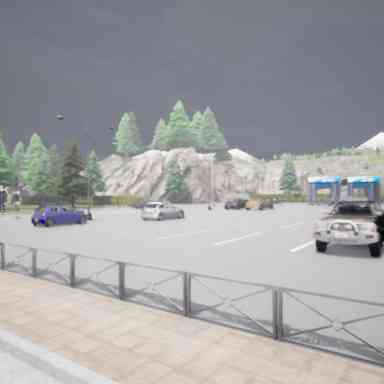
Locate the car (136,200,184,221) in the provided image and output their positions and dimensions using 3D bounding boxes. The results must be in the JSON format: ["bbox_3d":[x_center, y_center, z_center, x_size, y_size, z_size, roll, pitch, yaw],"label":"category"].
[{"bbox_3d":[-2.347,1.592,27.403,1.970,1.475,3.806,-1,0,35],"label":"car"}]

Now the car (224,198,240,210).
[{"bbox_3d":[6.015,1.580,44.299,2.007,1.523,4.514,-1,0,35],"label":"car"}]

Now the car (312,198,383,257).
[{"bbox_3d":[5.975,1.136,12.197,1.932,1.855,4.605,-1,0,35],"label":"car"}]

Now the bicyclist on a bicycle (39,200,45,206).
[{"bbox_3d":[-14.705,1.649,32.630,1.656,1.620,0.582,-1,-1,35],"label":"bicyclist on a bicycle"}]

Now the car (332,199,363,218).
[{"bbox_3d":[13.797,1.399,29.400,1.845,1.501,3.633,-1,0,35],"label":"car"}]

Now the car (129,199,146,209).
[{"bbox_3d":[-6.905,1.885,50.598,2.128,1.511,4.902,-1,0,35],"label":"car"}]

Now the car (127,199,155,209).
[{"bbox_3d":[-8.293,1.957,54.773,1.812,1.442,4.674,-1,-1,35],"label":"car"}]

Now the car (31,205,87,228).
[{"bbox_3d":[-9.079,1.613,23.087,1.845,1.501,3.633,-1,0,35],"label":"car"}]

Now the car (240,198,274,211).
[{"bbox_3d":[8.600,1.537,42.522,2.152,1.636,5.027,-1,0,35],"label":"car"}]
